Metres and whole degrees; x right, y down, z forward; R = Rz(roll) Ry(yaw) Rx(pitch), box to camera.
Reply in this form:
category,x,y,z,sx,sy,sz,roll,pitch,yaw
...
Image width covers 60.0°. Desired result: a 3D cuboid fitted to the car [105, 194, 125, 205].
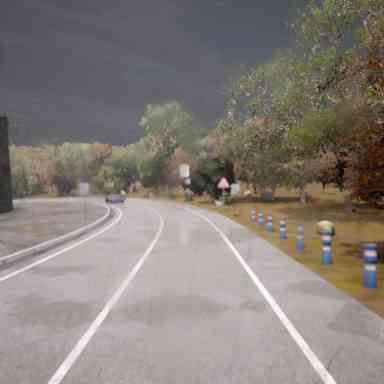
category,x,y,z,sx,sy,sz,roll,pitch,yaw
car,-10.531,0.948,45.315,1.994,1.385,4.181,-3,2,-27
